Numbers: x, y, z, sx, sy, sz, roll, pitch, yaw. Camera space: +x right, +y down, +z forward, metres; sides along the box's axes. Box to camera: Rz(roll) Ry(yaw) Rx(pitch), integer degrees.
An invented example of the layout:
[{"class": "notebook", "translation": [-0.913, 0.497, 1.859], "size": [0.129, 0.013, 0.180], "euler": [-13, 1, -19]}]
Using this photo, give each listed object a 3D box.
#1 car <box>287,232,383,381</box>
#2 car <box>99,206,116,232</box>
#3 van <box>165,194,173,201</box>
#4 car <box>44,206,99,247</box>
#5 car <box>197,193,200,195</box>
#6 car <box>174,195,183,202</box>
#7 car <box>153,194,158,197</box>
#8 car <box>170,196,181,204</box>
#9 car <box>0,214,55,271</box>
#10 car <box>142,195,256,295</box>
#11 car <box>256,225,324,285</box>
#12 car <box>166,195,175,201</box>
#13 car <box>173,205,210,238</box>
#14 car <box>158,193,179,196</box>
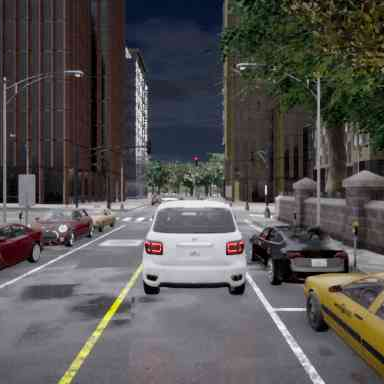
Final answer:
[{"class": "car", "translation": [2.756, 1.525, 3.987], "size": [1.752, 1.417, 4.829], "euler": [0, 0, 0]}, {"class": "car", "translation": [-5.787, 1.527, 20.006], "size": [1.752, 1.417, 4.829], "euler": [0, 0, 0]}, {"class": "van", "translation": [-5.858, 1.372, 84.772], "size": [1.690, 1.788, 3.998], "euler": [0, 0, 0]}, {"class": "car", "translation": [-5.781, 1.441, 14.720], "size": [1.967, 1.590, 4.097], "euler": [0, 0, 0]}, {"class": "car", "translation": [2.673, 1.571, 79.344], "size": [1.887, 1.381, 4.507], "euler": [0, 0, 0]}, {"class": "car", "translation": [-3.088, 1.496, 78.608], "size": [1.882, 1.535, 5.008], "euler": [0, 0, 0]}, {"class": "car", "translation": [-5.828, 1.329, 57.584], "size": [2.192, 1.841, 5.009], "euler": [0, 0, 0]}, {"class": "car", "translation": [-3.119, 1.582, 64.894], "size": [1.994, 1.385, 4.181], "euler": [0, 0, 0]}, {"class": "car", "translation": [-5.775, 1.545, 9.262], "size": [1.887, 1.381, 4.507], "euler": [0, 0, 0]}, {"class": "car", "translation": [0.056, 1.222, 8.863], "size": [2.150, 2.045, 5.566], "euler": [0, 0, 0]}, {"class": "car", "translation": [2.750, 1.566, 9.274], "size": [1.947, 1.339, 4.313], "euler": [0, 0, 0]}, {"class": "car", "translation": [-5.864, 1.585, 90.210], "size": [2.008, 1.369, 4.403], "euler": [0, 0, 0]}, {"class": "car", "translation": [0.003, 1.527, 18.508], "size": [1.812, 1.442, 4.674], "euler": [0, 0, 0]}, {"class": "car", "translation": [-3.101, 1.230, 46.351], "size": [2.150, 2.045, 5.566], "euler": [0, 0, -1]}]
